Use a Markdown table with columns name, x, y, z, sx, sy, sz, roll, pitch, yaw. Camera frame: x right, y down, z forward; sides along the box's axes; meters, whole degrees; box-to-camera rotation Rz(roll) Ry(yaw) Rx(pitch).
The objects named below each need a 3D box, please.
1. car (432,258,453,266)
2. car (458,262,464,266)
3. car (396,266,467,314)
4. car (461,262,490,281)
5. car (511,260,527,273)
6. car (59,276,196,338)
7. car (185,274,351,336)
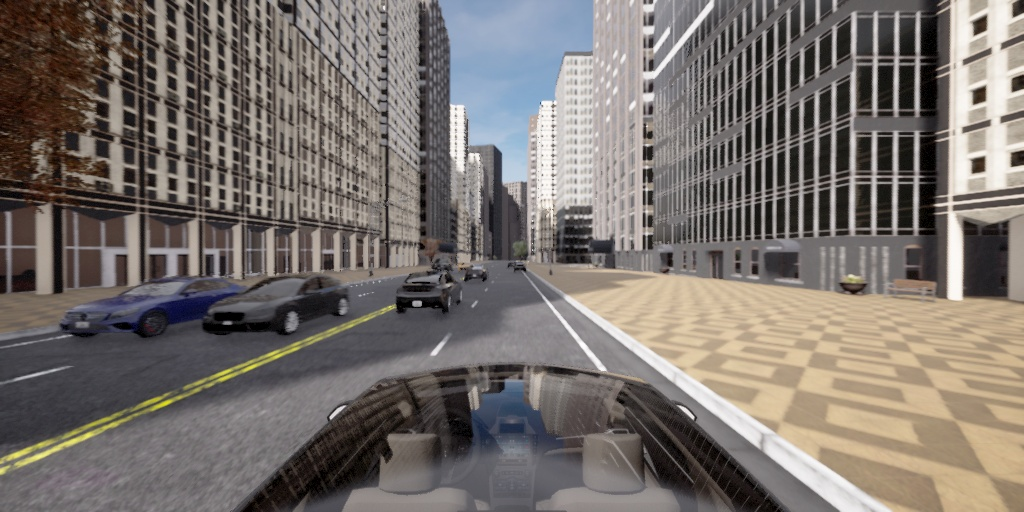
| name | x | y | z | sx | sy | sz | roll | pitch | yaw |
| --- | --- | --- | --- | --- | --- | --- | --- | --- | --- |
| car | -9.805 | 1.302 | 50.862 | 2.150 | 2.045 | 5.566 | 0 | 0 | 1 |
| car | -6.556 | 1.566 | 51.315 | 1.882 | 1.535 | 5.008 | 0 | 0 | 1 |
| car | -3.148 | 1.341 | 14.320 | 1.837 | 1.490 | 4.892 | 0 | 0 | 0 |
| car | -3.148 | 1.484 | 32.418 | 1.812 | 1.442 | 4.674 | 0 | 0 | 0 |
| car | 1.141 | 1.596 | 51.838 | 1.837 | 1.490 | 4.892 | 0 | 0 | 0 |
| car | -9.849 | 1.336 | 10.549 | 1.812 | 1.442 | 4.674 | 0 | 0 | 0 |
| car | -6.598 | 1.317 | 10.747 | 1.837 | 1.490 | 4.892 | 0 | 0 | 0 |
